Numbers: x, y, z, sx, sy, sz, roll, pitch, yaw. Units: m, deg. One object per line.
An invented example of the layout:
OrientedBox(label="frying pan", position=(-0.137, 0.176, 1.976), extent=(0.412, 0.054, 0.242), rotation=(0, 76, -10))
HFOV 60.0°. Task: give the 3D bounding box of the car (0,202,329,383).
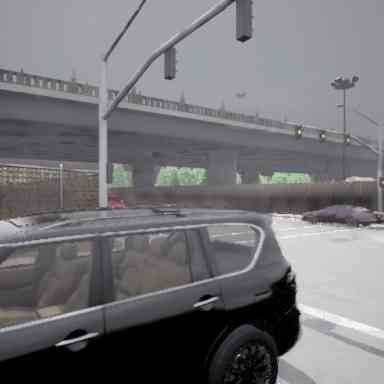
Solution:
OrientedBox(label="car", position=(-1.301, 1.218, 3.190), extent=(5.566, 2.045, 2.150), rotation=(0, 0, -36))

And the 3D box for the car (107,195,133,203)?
OrientedBox(label="car", position=(-7.428, 1.277, 28.852), extent=(2.150, 2.045, 5.566), rotation=(0, 0, -36))

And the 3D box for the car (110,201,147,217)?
OrientedBox(label="car", position=(-6.439, 1.619, 33.481), extent=(1.994, 1.385, 4.181), rotation=(0, 0, -36))

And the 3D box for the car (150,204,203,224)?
OrientedBox(label="car", position=(-1.327, 1.656, 26.338), extent=(1.895, 1.301, 4.718), rotation=(0, 0, -36))

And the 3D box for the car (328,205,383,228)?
OrientedBox(label="car", position=(10.159, 1.588, 22.652), extent=(2.033, 1.411, 5.357), rotation=(0, -1, -36))
